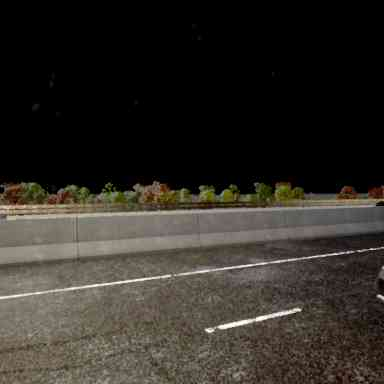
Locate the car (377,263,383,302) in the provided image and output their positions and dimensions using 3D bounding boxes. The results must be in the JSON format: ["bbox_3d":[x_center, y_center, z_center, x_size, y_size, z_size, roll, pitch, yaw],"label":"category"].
[{"bbox_3d":[5.551,1.491,6.134,4.902,1.511,2.128,0,0,-28],"label":"car"}]

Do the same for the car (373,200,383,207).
[{"bbox_3d":[23.809,1.551,40.032,4.181,1.385,1.994,0,0,-28],"label":"car"}]

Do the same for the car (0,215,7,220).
[{"bbox_3d":[-12.174,1.547,16.695,5.357,1.411,2.033,0,0,-28],"label":"car"}]
